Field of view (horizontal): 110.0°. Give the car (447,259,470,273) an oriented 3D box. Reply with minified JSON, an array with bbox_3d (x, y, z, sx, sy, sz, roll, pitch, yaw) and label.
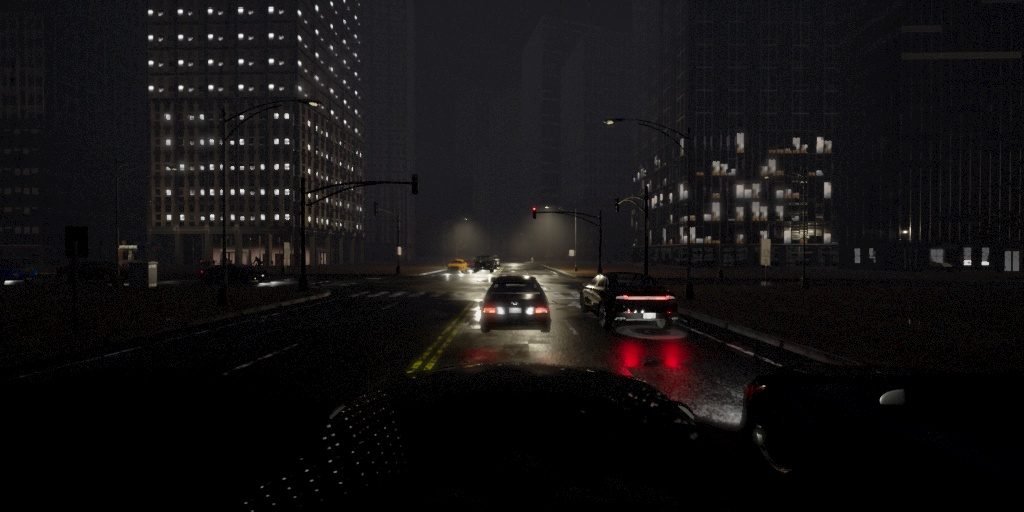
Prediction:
[{"bbox_3d":[-6.550,1.193,43.265,1.882,1.535,5.008,0,0,0],"label":"car"}]

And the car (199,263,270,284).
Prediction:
[{"bbox_3d":[-19.961,1.227,25.903,4.181,1.385,1.994,0,0,1],"label":"car"}]

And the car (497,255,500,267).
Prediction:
[{"bbox_3d":[-3.289,1.048,52.896,2.097,1.767,4.553,0,0,0],"label":"car"}]

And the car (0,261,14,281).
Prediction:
[{"bbox_3d":[-40.295,1.093,26.451,4.674,1.442,1.812,0,0,2],"label":"car"}]

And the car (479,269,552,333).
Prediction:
[{"bbox_3d":[0.109,1.294,10.732,2.033,1.411,5.357,0,0,1],"label":"car"}]

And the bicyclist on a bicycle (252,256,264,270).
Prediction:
[{"bbox_3d":[-24.667,0.868,34.762,0.582,1.620,1.656,0,1,1],"label":"bicyclist on a bicycle"}]

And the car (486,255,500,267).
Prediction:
[{"bbox_3d":[-3.268,0.896,63.439,2.150,2.045,5.566,0,0,0],"label":"car"}]

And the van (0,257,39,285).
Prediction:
[{"bbox_3d":[-33.910,0.960,23.682,3.998,1.789,1.690,0,0,1],"label":"van"}]

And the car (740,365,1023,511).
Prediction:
[{"bbox_3d":[3.354,1.314,1.988,1.994,1.385,4.181,0,0,0],"label":"car"}]

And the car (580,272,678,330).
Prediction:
[{"bbox_3d":[3.356,1.238,11.145,2.128,1.511,4.902,0,0,0],"label":"car"}]

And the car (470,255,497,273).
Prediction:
[{"bbox_3d":[-3.302,0.937,42.942,2.150,2.045,5.566,0,0,0],"label":"car"}]

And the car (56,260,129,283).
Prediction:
[{"bbox_3d":[-30.053,1.093,26.166,5.008,1.535,1.882,0,0,2],"label":"car"}]

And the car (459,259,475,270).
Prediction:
[{"bbox_3d":[-6.538,1.223,52.677,1.812,1.442,4.674,0,0,0],"label":"car"}]
